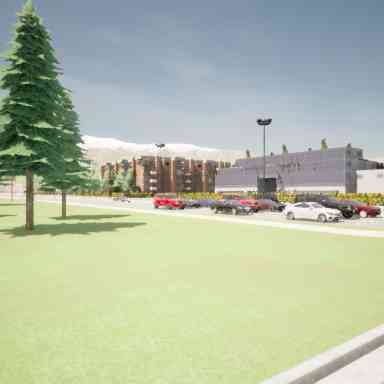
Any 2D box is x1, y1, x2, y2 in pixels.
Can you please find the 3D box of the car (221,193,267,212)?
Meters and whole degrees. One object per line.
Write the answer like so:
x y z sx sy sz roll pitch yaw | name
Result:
5.257 1.222 37.450 2.150 2.045 5.566 0 0 -36 | car

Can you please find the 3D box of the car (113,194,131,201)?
-11.754 1.139 55.099 1.812 1.442 4.674 0 0 -36 | car

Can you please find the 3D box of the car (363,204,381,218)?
14.605 1.478 30.598 1.882 1.535 5.008 0 0 -36 | car

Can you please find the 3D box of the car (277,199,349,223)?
9.319 1.526 26.006 1.812 1.442 4.674 0 0 -35 | car

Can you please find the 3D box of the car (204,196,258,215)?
3.832 1.492 33.467 2.128 1.511 4.902 0 0 -36 | car

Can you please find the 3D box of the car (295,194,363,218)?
11.415 1.221 29.029 2.150 2.045 5.566 0 0 -36 | car

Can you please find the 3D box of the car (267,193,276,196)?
10.340 1.221 50.319 2.150 2.045 5.566 0 0 -36 | car

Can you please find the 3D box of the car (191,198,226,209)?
2.296 1.547 47.458 2.033 1.411 5.357 0 0 -36 | car

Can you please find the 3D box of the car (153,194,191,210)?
-2.974 1.220 42.807 2.150 2.045 5.566 0 0 -36 | car

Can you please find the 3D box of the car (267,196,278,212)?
8.518 1.547 38.914 2.033 1.411 5.357 0 0 -36 | car

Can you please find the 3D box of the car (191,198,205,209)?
-0.928 1.547 45.940 2.033 1.411 5.357 0 0 -36 | car
